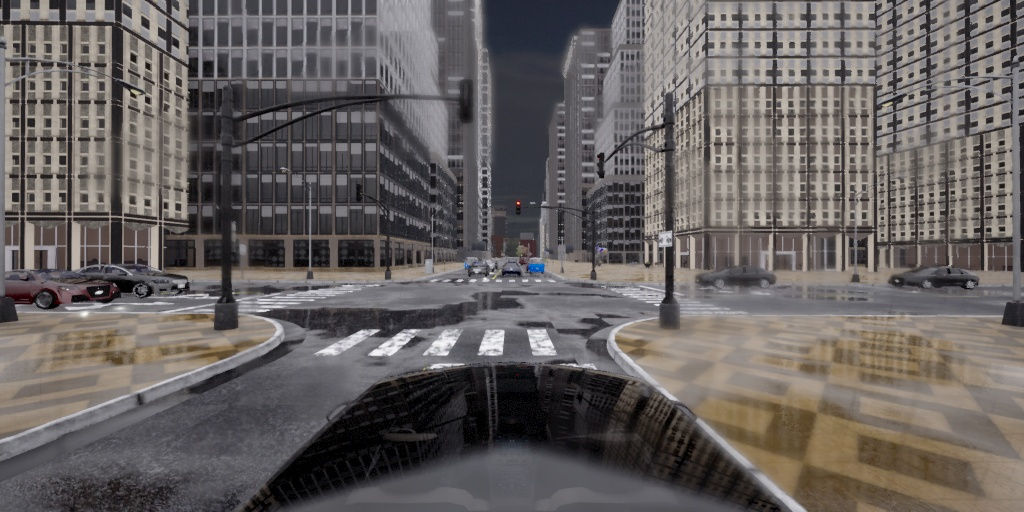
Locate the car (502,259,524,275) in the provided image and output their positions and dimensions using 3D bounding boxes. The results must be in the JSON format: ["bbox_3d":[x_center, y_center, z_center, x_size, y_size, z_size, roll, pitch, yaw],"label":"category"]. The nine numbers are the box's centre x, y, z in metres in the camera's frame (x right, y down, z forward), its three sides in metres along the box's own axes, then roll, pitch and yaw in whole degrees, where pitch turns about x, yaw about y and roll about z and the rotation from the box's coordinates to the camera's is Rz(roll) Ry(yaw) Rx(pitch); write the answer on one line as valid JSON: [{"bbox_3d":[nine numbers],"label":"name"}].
[{"bbox_3d":[-0.043,1.314,38.912,1.994,1.385,4.181,0,0,0],"label":"car"}]

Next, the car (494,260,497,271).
[{"bbox_3d":[-3.191,1.275,45.797,1.812,1.442,4.674,0,0,0],"label":"car"}]

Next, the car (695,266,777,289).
[{"bbox_3d":[14.869,1.395,23.953,4.892,1.490,1.837,0,0,1],"label":"car"}]

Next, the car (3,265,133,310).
[{"bbox_3d":[-17.424,1.169,13.362,4.181,1.385,1.994,0,0,-1],"label":"car"}]

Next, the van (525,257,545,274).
[{"bbox_3d":[2.687,1.090,39.789,1.690,1.789,3.998,0,0,0],"label":"van"}]

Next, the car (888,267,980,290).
[{"bbox_3d":[28.481,1.484,24.276,4.892,1.490,1.837,0,0,-1],"label":"car"}]

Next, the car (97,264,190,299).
[{"bbox_3d":[-17.809,1.109,16.606,4.902,1.511,2.128,0,0,-1],"label":"car"}]

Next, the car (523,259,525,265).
[{"bbox_3d":[2.618,1.295,45.327,1.888,1.381,4.507,0,0,0],"label":"car"}]

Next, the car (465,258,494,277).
[{"bbox_3d":[-3.231,1.241,35.622,2.128,1.511,4.902,0,0,0],"label":"car"}]
